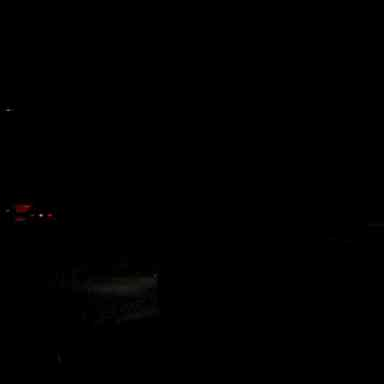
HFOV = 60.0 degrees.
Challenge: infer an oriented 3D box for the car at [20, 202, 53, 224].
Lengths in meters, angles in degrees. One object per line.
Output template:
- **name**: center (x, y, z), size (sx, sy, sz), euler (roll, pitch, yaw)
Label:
- **car**: center (-12.923, 1.865, 27.931), size (2.033, 1.411, 5.357), euler (1, 0, -30)

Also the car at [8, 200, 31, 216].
- **car**: center (-19.374, 1.654, 37.756), size (2.097, 1.767, 4.553), euler (0, 0, -39)

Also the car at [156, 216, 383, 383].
- **car**: center (1.451, 1.312, 4.018), size (2.150, 2.045, 5.566), euler (1, -1, -28)
